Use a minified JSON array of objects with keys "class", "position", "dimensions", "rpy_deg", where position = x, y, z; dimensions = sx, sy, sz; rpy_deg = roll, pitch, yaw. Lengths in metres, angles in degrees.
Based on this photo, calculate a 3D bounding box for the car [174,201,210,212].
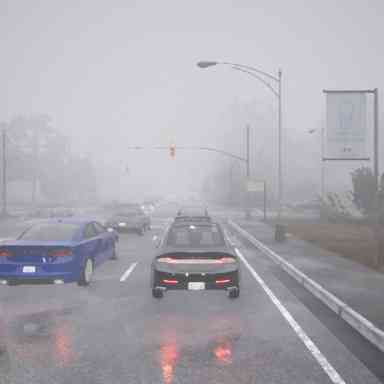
[{"class":"car","position":[0.038,1.478,17.964],"dimensions":[1.882,1.535,5.008],"rpy_deg":[0,0,0]}]

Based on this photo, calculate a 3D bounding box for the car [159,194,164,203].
[{"class":"car","position":[-7.261,1.505,65.951],"dimensions":[1.837,1.490,4.892],"rpy_deg":[0,0,0]}]

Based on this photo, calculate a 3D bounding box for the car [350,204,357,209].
[{"class":"car","position":[22.589,1.542,41.133],"dimensions":[5.357,1.411,2.033],"rpy_deg":[0,0,3]}]

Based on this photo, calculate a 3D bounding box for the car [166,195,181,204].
[{"class":"car","position":[-3.610,1.525,62.265],"dimensions":[1.812,1.442,4.674],"rpy_deg":[0,0,0]}]

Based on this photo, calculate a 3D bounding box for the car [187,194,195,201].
[{"class":"car","position":[-0.302,1.518,85.673],"dimensions":[2.128,1.511,4.902],"rpy_deg":[0,0,0]}]

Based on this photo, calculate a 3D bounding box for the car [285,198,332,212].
[{"class":"car","position":[13.570,1.526,38.103],"dimensions":[4.674,1.442,1.812],"rpy_deg":[0,0,3]}]

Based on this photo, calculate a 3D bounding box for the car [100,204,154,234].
[{"class":"car","position":[-3.463,1.564,18.464],"dimensions":[1.994,1.385,4.181],"rpy_deg":[0,0,0]}]

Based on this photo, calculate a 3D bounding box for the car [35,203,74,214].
[{"class":"car","position":[-11.938,1.601,28.979],"dimensions":[1.895,1.301,4.718],"rpy_deg":[0,0,-43]}]

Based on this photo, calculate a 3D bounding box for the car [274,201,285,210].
[{"class":"car","position":[12.852,1.491,41.661],"dimensions":[4.902,1.511,2.128],"rpy_deg":[0,0,3]}]

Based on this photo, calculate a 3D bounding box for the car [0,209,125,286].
[{"class":"car","position":[-3.431,1.478,9.472],"dimensions":[1.882,1.535,5.008],"rpy_deg":[0,0,0]}]

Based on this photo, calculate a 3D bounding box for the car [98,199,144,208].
[{"class":"car","position":[-8.573,1.601,39.535],"dimensions":[4.718,1.301,1.895],"rpy_deg":[0,0,-37]}]

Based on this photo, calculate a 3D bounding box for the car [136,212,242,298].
[{"class":"car","position":[0.073,1.491,8.468],"dimensions":[2.128,1.511,4.902],"rpy_deg":[0,0,0]}]

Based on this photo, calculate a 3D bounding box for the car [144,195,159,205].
[{"class":"car","position":[-7.278,1.505,56.583],"dimensions":[1.837,1.490,4.892],"rpy_deg":[0,0,0]}]
